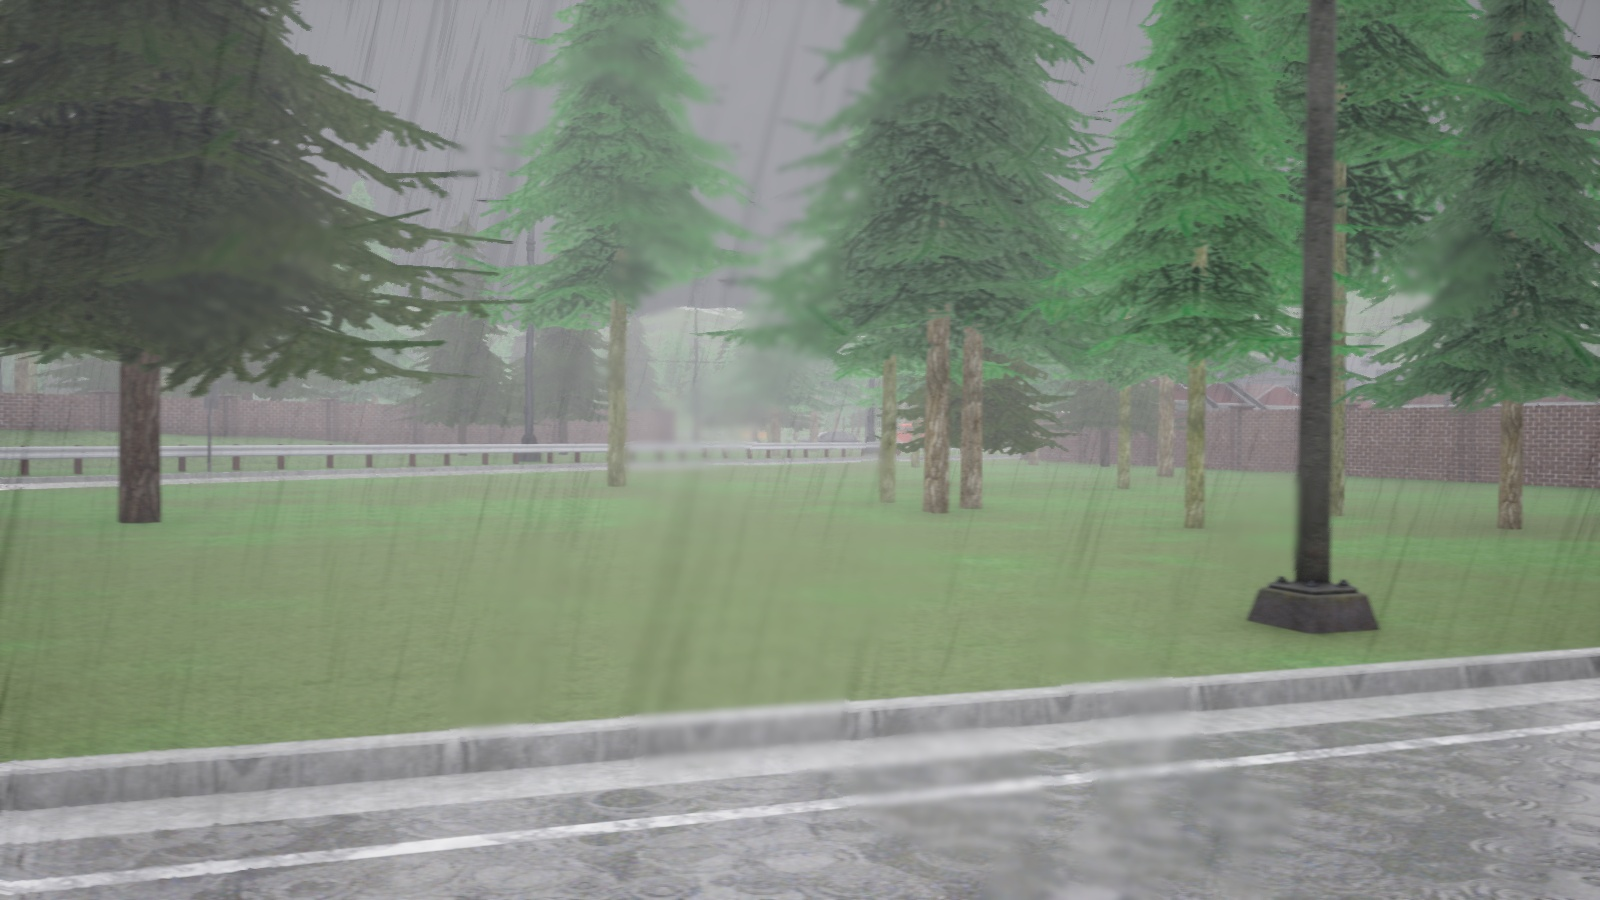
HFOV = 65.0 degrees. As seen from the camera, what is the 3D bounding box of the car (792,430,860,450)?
[{"bbox_3d":[2.036,-0.811,97.889,4.792,1.488,2.163,-1,1,-21],"label":"car"}]
